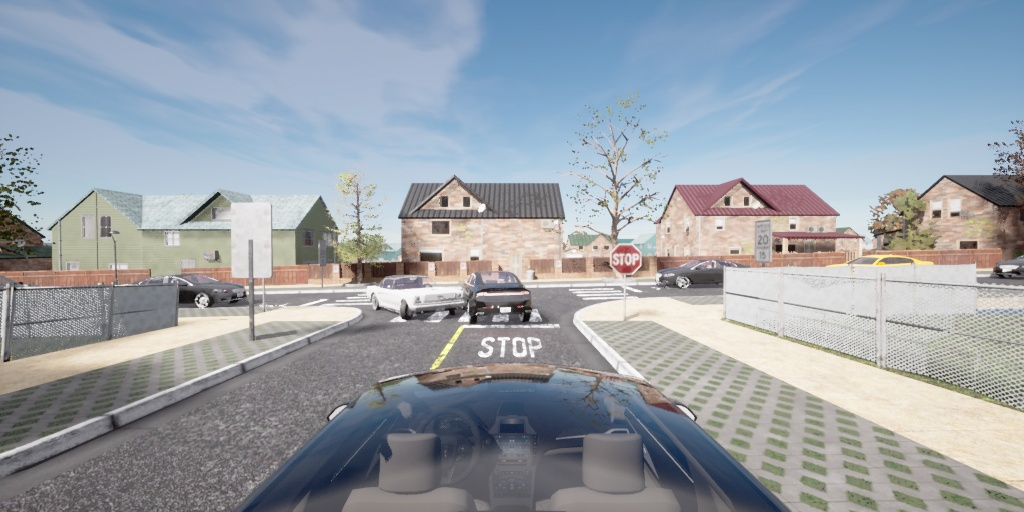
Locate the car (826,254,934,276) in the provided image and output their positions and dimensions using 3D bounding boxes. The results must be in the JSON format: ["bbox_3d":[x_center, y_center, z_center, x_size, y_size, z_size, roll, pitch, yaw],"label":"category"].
[{"bbox_3d":[19.765,0.690,19.479,5.008,1.535,1.882,-1,1,-1],"label":"car"}]

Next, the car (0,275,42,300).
[{"bbox_3d":[-24.236,1.647,16.358,4.553,1.767,2.097,-1,1,0],"label":"car"}]

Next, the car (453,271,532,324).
[{"bbox_3d":[-0.683,1.242,12.039,2.128,1.511,4.902,0,0,-12],"label":"car"}]

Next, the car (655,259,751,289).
[{"bbox_3d":[10.335,0.925,19.445,4.902,1.511,2.128,-1,1,0],"label":"car"}]

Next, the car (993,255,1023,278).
[{"bbox_3d":[29.389,0.478,19.514,4.902,1.511,2.128,-1,1,0],"label":"car"}]

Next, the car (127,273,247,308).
[{"bbox_3d":[-14.899,1.566,16.396,4.902,1.511,2.128,-1,1,0],"label":"car"}]

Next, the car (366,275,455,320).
[{"bbox_3d":[-3.600,1.367,12.899,1.895,1.301,4.718,0,0,-38],"label":"car"}]
